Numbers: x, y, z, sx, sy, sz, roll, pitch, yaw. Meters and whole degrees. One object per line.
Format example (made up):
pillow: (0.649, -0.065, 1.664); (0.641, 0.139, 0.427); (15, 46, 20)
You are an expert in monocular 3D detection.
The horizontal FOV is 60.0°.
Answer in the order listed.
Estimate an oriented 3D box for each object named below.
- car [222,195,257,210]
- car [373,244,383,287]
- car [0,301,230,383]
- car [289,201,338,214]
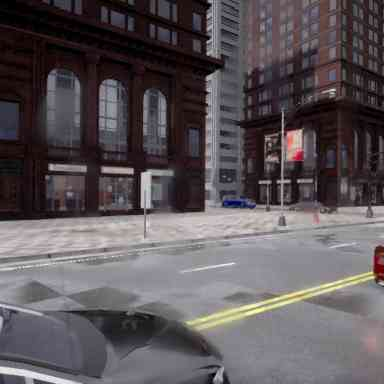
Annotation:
car: (6.533, 1.458, 46.838); (2.150, 2.045, 5.566); (1, -1, -35)
car: (6.285, 1.489, 7.913); (5.008, 1.535, 1.882); (0, 0, -35)
car: (-1.888, 1.492, 2.097); (4.902, 1.511, 2.128); (0, 0, -35)
car: (13.421, 1.726, 37.136); (2.033, 1.411, 5.357); (1, -1, -35)
